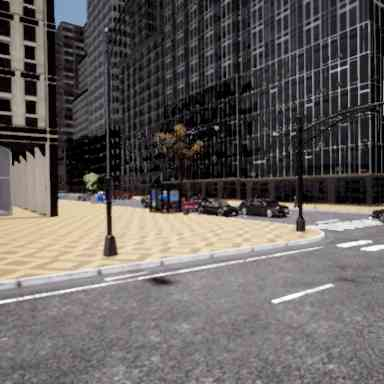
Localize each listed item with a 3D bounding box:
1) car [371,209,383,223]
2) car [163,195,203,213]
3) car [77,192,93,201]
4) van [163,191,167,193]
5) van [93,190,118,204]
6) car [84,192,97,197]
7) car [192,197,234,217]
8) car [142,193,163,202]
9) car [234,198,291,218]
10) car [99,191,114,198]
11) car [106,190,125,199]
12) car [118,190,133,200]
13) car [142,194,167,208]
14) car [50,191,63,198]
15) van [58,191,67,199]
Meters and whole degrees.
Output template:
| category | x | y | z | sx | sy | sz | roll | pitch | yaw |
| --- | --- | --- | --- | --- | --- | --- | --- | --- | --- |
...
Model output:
| category | x | y | z | sx | sy | sz | roll | pitch | yaw |
| --- | --- | --- | --- | --- | --- | --- | --- | --- | --- |
| car | 14.244 | 1.360 | 21.137 | 2.033 | 1.411 | 5.357 | -1 | 1 | -22 |
| car | -0.972 | 1.327 | 33.779 | 1.802 | 1.307 | 4.206 | -1 | 1 | -34 |
| car | -20.124 | 0.977 | 61.992 | 2.008 | 1.369 | 4.403 | -1 | 1 | -34 |
| van | -3.584 | 0.764 | 52.640 | 1.690 | 1.788 | 3.998 | -1 | 1 | -34 |
| van | -13.709 | 0.875 | 52.605 | 1.690 | 1.788 | 3.998 | -1 | 1 | -34 |
| car | -26.036 | 0.595 | 85.486 | 2.008 | 1.369 | 4.403 | -1 | 1 | -34 |
| car | 2.222 | 1.364 | 29.075 | 1.947 | 1.339 | 4.313 | -1 | 1 | -34 |
| car | -6.790 | 0.951 | 57.335 | 1.802 | 1.307 | 4.206 | -1 | 1 | -34 |
| car | 6.079 | 1.275 | 28.237 | 1.837 | 1.490 | 4.892 | -1 | 1 | -34 |
| car | -19.622 | 0.593 | 76.101 | 1.967 | 1.590 | 4.097 | -1 | 1 | -34 |
| car | -16.414 | 0.522 | 71.408 | 2.192 | 1.841 | 5.009 | -1 | 1 | -34 |
| car | -13.206 | 0.843 | 66.720 | 1.802 | 1.307 | 4.206 | -1 | 1 | -34 |
| car | -4.131 | 1.258 | 38.503 | 1.947 | 1.339 | 4.313 | -1 | 1 | -34 |
| car | -32.954 | 0.649 | 80.758 | 1.967 | 1.590 | 4.097 | -1 | 1 | -34 |
| van | -29.747 | 0.604 | 76.065 | 1.690 | 1.788 | 3.998 | -1 | 1 | -34 |
